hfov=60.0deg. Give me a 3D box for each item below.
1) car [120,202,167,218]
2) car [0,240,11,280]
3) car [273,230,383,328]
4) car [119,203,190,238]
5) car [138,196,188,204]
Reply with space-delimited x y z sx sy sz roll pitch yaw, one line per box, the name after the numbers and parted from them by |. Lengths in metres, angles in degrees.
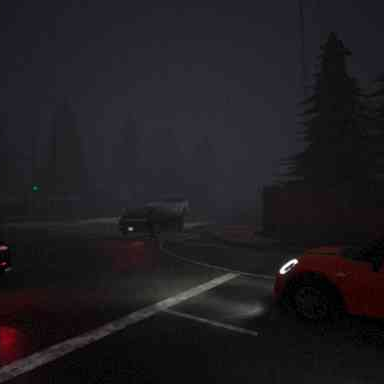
-4.773 1.756 33.269 1.895 1.301 4.718 0 0 35 | car
-6.664 1.562 8.760 4.902 1.511 2.128 0 0 36 | car
3.741 1.354 5.624 4.553 1.767 2.097 0 0 36 | car
-2.099 1.574 18.406 2.128 1.511 4.902 -1 -1 21 | car
-2.354 1.354 30.719 2.150 2.045 5.566 0 0 32 | car
